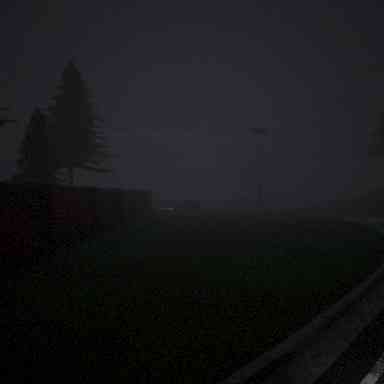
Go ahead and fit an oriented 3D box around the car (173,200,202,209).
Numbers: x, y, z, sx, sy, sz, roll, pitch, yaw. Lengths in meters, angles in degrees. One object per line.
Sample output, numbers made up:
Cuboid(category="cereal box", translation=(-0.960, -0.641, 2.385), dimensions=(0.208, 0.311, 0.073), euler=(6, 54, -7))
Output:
Cuboid(category="car", translation=(-0.636, 1.817, 48.635), dimensions=(4.181, 1.385, 1.994), euler=(0, 0, 16))
